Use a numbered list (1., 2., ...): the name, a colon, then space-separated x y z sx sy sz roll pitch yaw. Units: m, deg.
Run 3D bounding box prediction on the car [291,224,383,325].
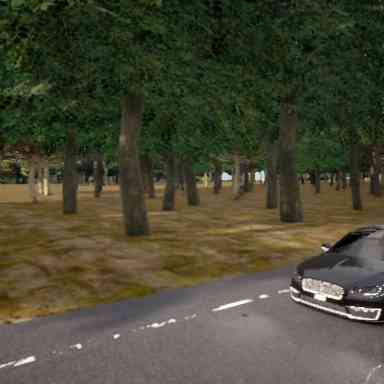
1. car: 4.095 1.483 6.910 4.892 1.490 1.837 0 0 -35
